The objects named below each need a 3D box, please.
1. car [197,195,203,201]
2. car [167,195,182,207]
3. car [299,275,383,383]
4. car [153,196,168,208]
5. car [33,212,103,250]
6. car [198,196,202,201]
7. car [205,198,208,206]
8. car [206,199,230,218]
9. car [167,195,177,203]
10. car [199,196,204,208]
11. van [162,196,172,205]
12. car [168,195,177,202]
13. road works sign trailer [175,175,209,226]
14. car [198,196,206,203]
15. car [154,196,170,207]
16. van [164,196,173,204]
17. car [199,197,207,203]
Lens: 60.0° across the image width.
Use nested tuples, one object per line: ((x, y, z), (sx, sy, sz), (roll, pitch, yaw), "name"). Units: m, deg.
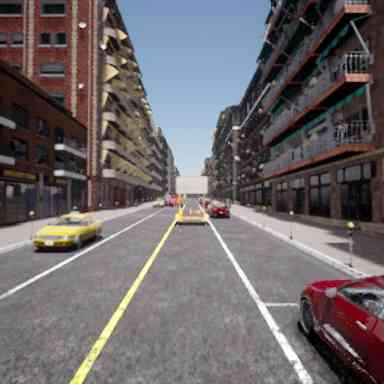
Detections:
((2.607, 1.946, 75.690), (1.887, 1.381, 4.507), (1, 0, 0), "car")
((-2.791, 1.498, 57.133), (2.150, 2.045, 5.566), (0, 0, 1), "car")
((2.586, 1.596, 3.795), (1.802, 1.307, 4.206), (1, 0, 0), "car")
((-5.279, 1.780, 53.462), (1.752, 1.417, 4.829), (2, 0, 0), "car")
((-5.289, 1.580, 14.755), (1.752, 1.417, 4.829), (2, 0, 0), "car")
((2.602, 1.840, 59.098), (2.008, 1.369, 4.403), (1, 0, 0), "car")
((2.597, 1.685, 37.146), (1.752, 1.417, 4.829), (1, 0, 0), "car")
((2.595, 1.675, 31.444), (1.887, 1.381, 4.507), (1, 0, 0), "car")
((-5.264, 1.802, 86.816), (2.192, 1.841, 5.009), (1, 0, 0), "car")
((2.601, 1.800, 53.566), (1.887, 1.381, 4.507), (1, 0, 0), "car")
((-5.269, 1.703, 70.223), (1.690, 1.788, 3.998), (2, 0, 0), "van")
((-5.263, 1.845, 92.345), (2.192, 1.841, 5.009), (1, 0, 0), "car")
((-0.002, 0.559, 24.137), (2.380, 3.560, 2.880), (0, 0, 0), "road works sign trailer")
((2.620, 1.926, 86.752), (1.967, 1.590, 4.097), (1, 0, 0), "car")
((-5.272, 1.605, 59.165), (2.192, 1.841, 5.009), (2, 0, 0), "car")
((-5.268, 1.743, 75.755), (1.690, 1.788, 3.998), (1, 0, 0), "van")
((2.609, 1.988, 81.219), (1.887, 1.381, 4.507), (1, 0, 0), "car")
